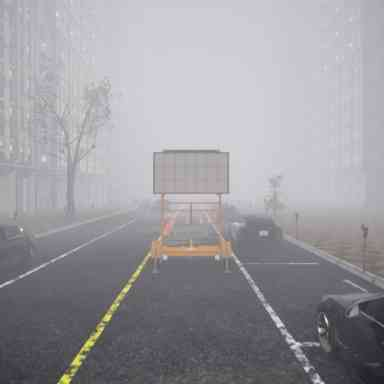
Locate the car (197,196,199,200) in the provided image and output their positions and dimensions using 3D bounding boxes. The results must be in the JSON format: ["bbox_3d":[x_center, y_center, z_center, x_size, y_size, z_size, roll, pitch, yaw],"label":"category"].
[{"bbox_3d":[2.494,1.512,76.452,2.008,1.369,4.403,-1,0,0],"label":"car"}]

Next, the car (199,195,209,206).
[{"bbox_3d":[2.549,1.522,53.881,1.887,1.381,4.507,-1,0,0],"label":"car"}]

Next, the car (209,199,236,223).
[{"bbox_3d":[2.618,1.536,25.667,1.887,1.381,4.507,-1,0,0],"label":"car"}]

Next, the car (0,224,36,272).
[{"bbox_3d":[-5.721,1.563,8.716,1.947,1.339,4.313,-1,0,0],"label":"car"}]

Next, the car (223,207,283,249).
[{"bbox_3d":[2.647,1.562,14.382,1.947,1.339,4.313,-1,0,0],"label":"car"}]

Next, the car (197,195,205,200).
[{"bbox_3d":[2.452,1.497,93.380,2.008,1.369,4.403,-1,0,0],"label":"car"}]

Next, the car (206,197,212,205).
[{"bbox_3d":[2.604,1.514,31.480,1.752,1.417,4.829,-1,0,0],"label":"car"}]

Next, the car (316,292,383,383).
[{"bbox_3d":[2.675,1.565,3.096,1.947,1.339,4.313,-1,0,0],"label":"car"}]

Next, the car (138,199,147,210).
[{"bbox_3d":[-5.804,1.534,42.564,2.008,1.369,4.403,-1,0,0],"label":"car"}]

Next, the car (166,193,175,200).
[{"bbox_3d":[-5.932,1.261,93.336,2.192,1.841,5.009,-1,0,0],"label":"car"}]

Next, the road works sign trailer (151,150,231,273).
[{"bbox_3d":[-0.025,0.461,10.639,2.380,3.560,2.880,0,0,0],"label":"road works sign trailer"}]

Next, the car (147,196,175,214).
[{"bbox_3d":[-3.183,1.465,35.013,1.882,1.535,5.008,0,0,0],"label":"car"}]

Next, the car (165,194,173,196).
[{"bbox_3d":[-5.887,1.487,76.243,1.752,1.417,4.829,-1,0,0],"label":"car"}]
